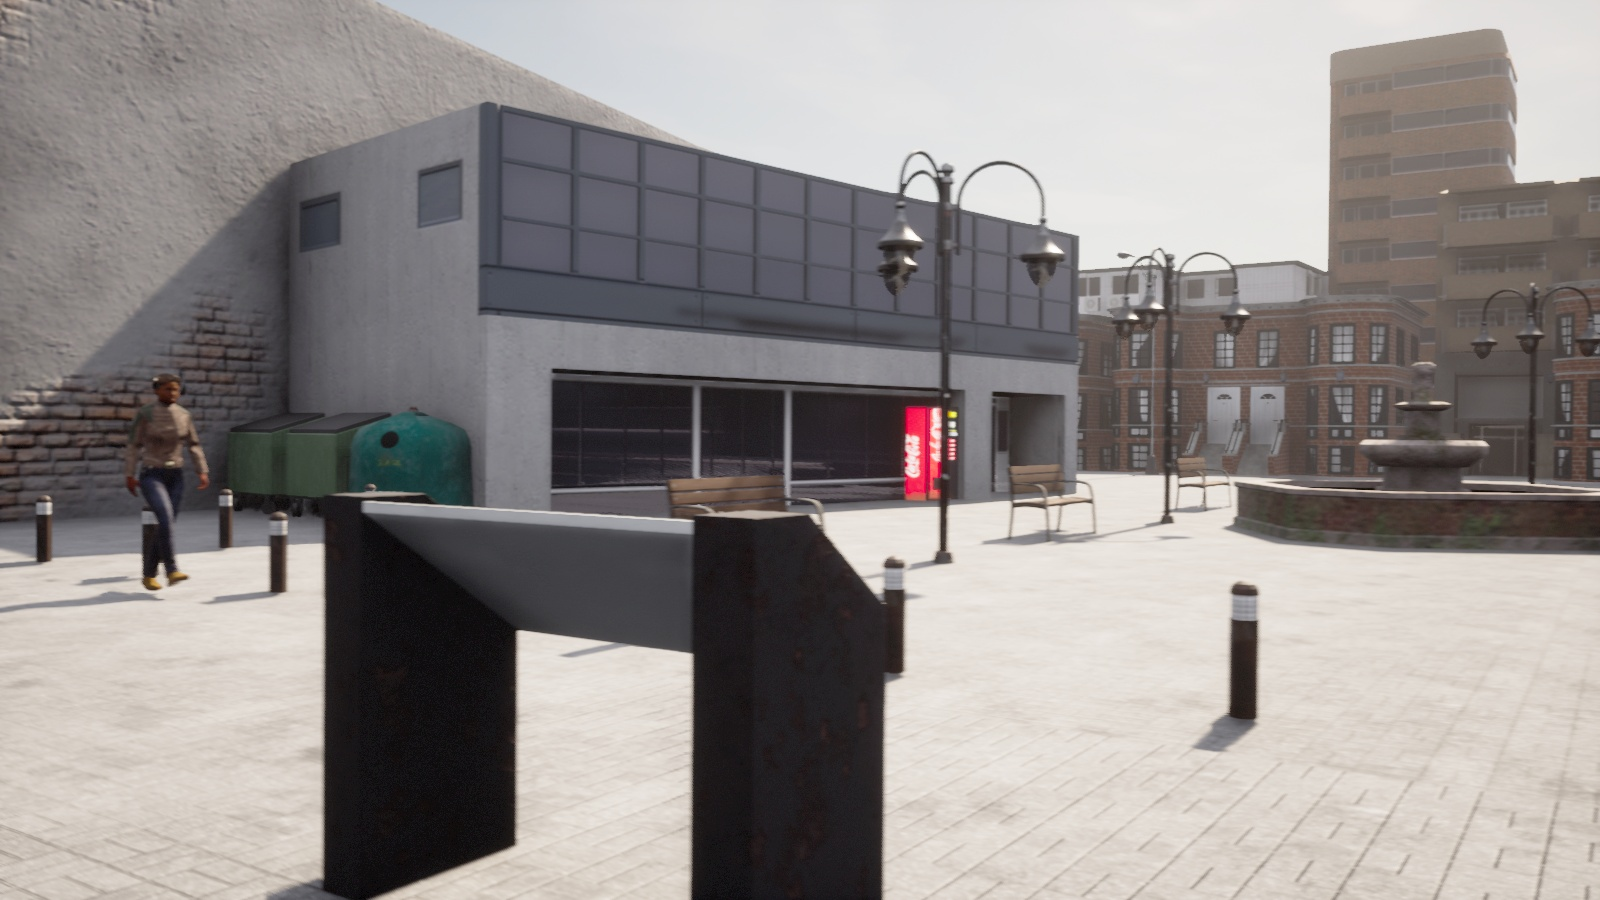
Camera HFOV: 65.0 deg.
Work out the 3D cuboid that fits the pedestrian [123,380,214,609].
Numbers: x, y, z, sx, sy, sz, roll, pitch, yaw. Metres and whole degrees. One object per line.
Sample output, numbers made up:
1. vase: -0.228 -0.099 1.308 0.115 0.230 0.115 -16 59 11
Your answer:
1. pedestrian: -5.190 0.349 10.307 0.869 1.805 0.328 0 1 40
